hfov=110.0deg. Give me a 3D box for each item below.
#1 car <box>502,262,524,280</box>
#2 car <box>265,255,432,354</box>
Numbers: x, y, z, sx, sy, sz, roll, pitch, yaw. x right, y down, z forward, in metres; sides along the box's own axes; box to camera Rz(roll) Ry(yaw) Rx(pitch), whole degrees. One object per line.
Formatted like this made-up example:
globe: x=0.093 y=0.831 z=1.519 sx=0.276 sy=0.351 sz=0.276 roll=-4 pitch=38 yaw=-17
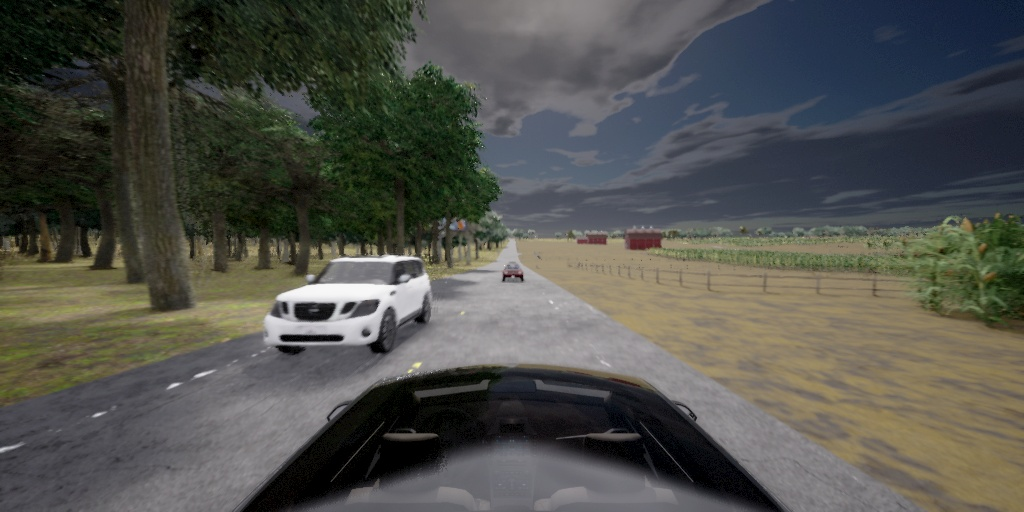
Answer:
car: x=0.090 y=1.494 z=32.626 sx=1.895 sy=1.301 sz=4.718 roll=0 pitch=0 yaw=0
car: x=-3.599 y=0.994 z=9.172 sx=2.150 sy=2.045 sz=5.566 roll=0 pitch=0 yaw=0
